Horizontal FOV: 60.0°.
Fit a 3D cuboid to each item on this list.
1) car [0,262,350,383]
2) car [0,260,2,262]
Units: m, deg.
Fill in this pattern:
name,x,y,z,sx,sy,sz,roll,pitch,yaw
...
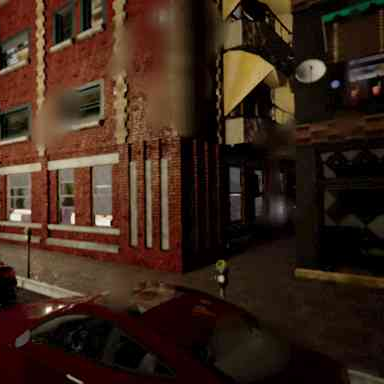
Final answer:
name,x,y,z,sx,sy,sz,roll,pitch,yaw
car,-0.639,1.592,3.303,4.206,1.307,1.802,0,-1,36
car,-5.143,1.615,6.728,4.206,1.307,1.802,0,-1,36
